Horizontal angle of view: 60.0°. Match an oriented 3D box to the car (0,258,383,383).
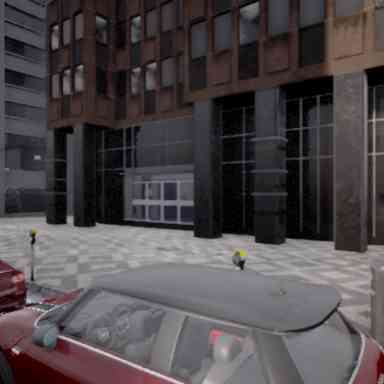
[{"bbox_3d":[-0.393,1.448,3.239,4.097,1.590,1.967,0,0,35],"label":"car"}]
